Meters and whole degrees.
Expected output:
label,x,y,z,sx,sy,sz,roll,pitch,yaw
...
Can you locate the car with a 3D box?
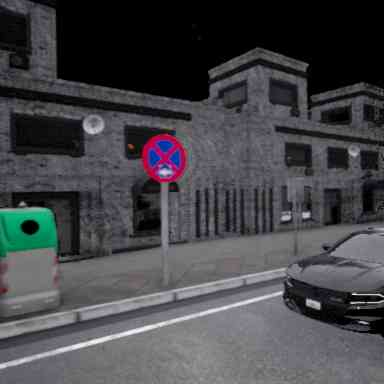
label,x,y,z,sx,sy,sz,roll,pitch,yaw
car,3.936,1.492,6.664,5.008,1.535,1.882,0,0,-35
